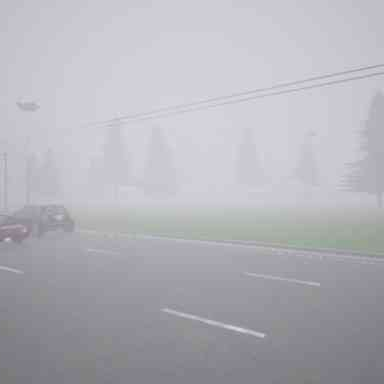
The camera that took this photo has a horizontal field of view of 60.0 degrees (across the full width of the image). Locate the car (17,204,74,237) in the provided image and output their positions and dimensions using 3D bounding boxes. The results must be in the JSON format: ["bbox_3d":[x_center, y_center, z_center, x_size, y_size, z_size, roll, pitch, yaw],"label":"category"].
[{"bbox_3d":[-8.745,1.433,18.821,4.553,1.767,2.097,0,0,35],"label":"car"}]

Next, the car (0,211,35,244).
[{"bbox_3d":[-9.335,1.674,14.944,4.718,1.301,1.895,0,0,35],"label":"car"}]
